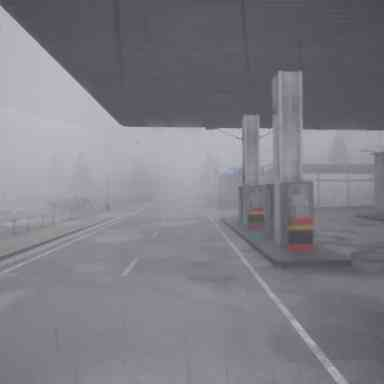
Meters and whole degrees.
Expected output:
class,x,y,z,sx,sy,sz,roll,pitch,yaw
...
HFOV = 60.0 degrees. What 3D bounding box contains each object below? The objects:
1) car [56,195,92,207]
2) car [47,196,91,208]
class,x,y,z,sx,sy,sz,roll,pitch,yaw
car,-16.970,1.309,47.966,4.514,1.523,2.007,-1,0,-1
car,-16.868,1.314,44.830,5.027,1.636,2.152,-1,0,-1
